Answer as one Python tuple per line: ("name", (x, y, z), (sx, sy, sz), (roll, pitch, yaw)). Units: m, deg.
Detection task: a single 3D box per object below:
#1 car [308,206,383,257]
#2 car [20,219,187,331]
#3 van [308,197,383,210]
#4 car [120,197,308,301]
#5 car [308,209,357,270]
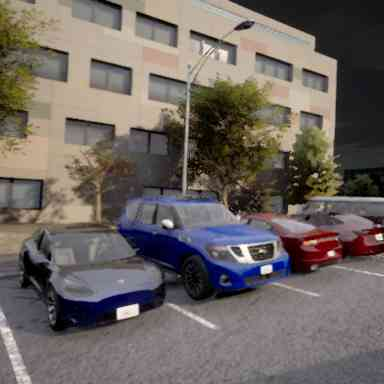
("car", (4.383, 1.435, 12.099), (2.163, 1.488, 4.792), (0, 0, -35))
("car", (-2.400, 1.490, 7.213), (2.163, 1.488, 4.792), (-1, 0, -35))
("van", (6.605, 1.196, 13.784), (1.878, 1.987, 4.442), (0, 0, -35))
("car", (-0.125, 1.182, 8.829), (2.435, 2.045, 5.566), (-1, 0, -35))
("car", (2.091, 1.411, 10.435), (2.097, 1.535, 5.008), (-1, 0, -36))
